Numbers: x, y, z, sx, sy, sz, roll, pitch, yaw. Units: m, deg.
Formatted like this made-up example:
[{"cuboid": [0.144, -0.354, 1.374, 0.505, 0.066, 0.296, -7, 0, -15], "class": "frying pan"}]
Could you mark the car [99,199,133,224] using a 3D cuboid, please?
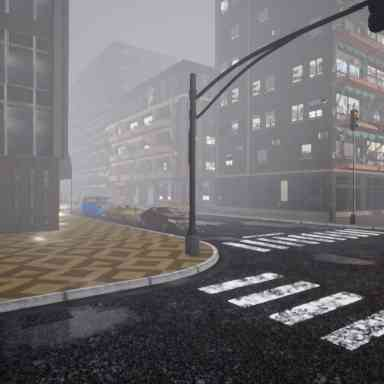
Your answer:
[{"cuboid": [-4.861, 1.459, 24.309, 1.752, 1.417, 4.829, 0, 0, -36], "class": "car"}]

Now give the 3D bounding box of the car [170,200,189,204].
[{"cuboid": [-1.554, 1.488, 34.073, 1.752, 1.417, 4.829, 0, 0, -36], "class": "car"}]

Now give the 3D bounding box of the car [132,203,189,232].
[{"cuboid": [-1.659, 1.526, 19.846, 1.802, 1.307, 4.206, 0, 0, -36], "class": "car"}]

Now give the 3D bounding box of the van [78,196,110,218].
[{"cuboid": [-8.262, 1.266, 29.049, 1.690, 1.788, 3.998, 0, 0, -36], "class": "van"}]

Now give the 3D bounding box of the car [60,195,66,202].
[{"cuboid": [-27.873, 1.361, 70.745, 1.967, 1.590, 4.097, 0, 0, -36], "class": "car"}]

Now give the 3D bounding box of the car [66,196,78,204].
[{"cuboid": [-21.368, 1.448, 61.681, 1.752, 1.417, 4.829, 0, 0, -36], "class": "car"}]
